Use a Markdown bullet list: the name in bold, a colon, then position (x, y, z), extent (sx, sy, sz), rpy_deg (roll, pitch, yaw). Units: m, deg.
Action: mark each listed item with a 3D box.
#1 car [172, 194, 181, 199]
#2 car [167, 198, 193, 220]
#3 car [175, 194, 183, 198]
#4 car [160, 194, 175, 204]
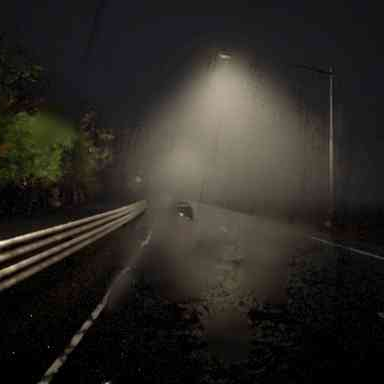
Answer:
- **car**: position (-4.317, 1.206, 89.423), extent (2.033, 1.411, 5.357), rpy_deg (0, 0, -7)
- **car**: position (-0.961, 1.469, 27.610), extent (1.837, 1.490, 4.892), rpy_deg (0, 0, -4)
- **car**: position (-3.133, 1.390, 79.067), extent (2.033, 1.411, 5.357), rpy_deg (0, 0, -7)
- **car**: position (-4.618, 1.430, 62.112), extent (1.812, 1.442, 4.674), rpy_deg (0, 0, -7)
